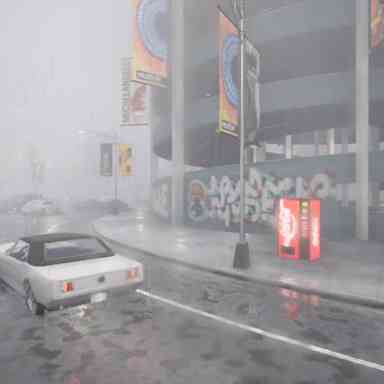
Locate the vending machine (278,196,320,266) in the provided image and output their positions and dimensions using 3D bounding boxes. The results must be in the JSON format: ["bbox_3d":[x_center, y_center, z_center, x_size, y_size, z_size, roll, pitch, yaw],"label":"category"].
[{"bbox_3d":[3.482,1.195,10.820,0.880,2.100,1.100,0,0,45],"label":"vending machine"}]

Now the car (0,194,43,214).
[{"bbox_3d":[-18.214,1.221,35.911,2.150,2.045,5.566,0,0,9],"label":"car"}]

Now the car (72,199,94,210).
[{"bbox_3d":[-12.879,1.547,42.360,2.033,1.411,5.357,0,0,20],"label":"car"}]

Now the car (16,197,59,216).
[{"bbox_3d":[-14.753,1.526,32.542,1.812,1.442,4.674,0,0,3],"label":"car"}]

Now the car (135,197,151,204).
[{"bbox_3d":[-8.889,1.653,64.548,1.895,1.301,4.718,0,0,31],"label":"car"}]

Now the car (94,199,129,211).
[{"bbox_3d":[-9.539,1.526,40.775,1.812,1.442,4.674,0,0,17],"label":"car"}]

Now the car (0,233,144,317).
[{"bbox_3d":[-3.162,1.601,7.589,1.895,1.301,4.718,0,0,-43],"label":"car"}]
